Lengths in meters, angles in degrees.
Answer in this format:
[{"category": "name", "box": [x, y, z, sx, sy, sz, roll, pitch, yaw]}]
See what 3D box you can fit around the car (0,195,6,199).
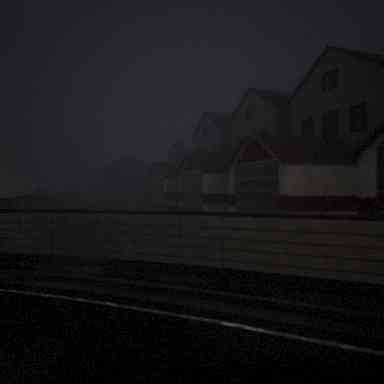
[{"category": "car", "box": [-33.438, 1.263, 57.890, 1.994, 1.385, 4.181, -1, 1, -21]}]
